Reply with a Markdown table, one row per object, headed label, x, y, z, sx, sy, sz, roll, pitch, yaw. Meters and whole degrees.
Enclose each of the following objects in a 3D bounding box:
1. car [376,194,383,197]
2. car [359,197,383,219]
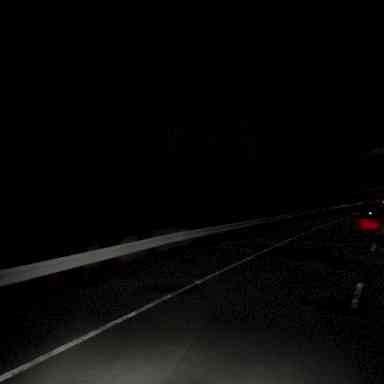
| label | x | y | z | sx | sy | sz | roll | pitch | yaw |
| --- | --- | --- | --- | --- | --- | --- | --- | --- | --- |
| car | 22.252 | 1.225 | 38.032 | 2.150 | 2.045 | 5.566 | 0 | 0 | 36 |
| car | 16.166 | 1.508 | 29.519 | 1.837 | 1.490 | 4.892 | 0 | 0 | 35 |
